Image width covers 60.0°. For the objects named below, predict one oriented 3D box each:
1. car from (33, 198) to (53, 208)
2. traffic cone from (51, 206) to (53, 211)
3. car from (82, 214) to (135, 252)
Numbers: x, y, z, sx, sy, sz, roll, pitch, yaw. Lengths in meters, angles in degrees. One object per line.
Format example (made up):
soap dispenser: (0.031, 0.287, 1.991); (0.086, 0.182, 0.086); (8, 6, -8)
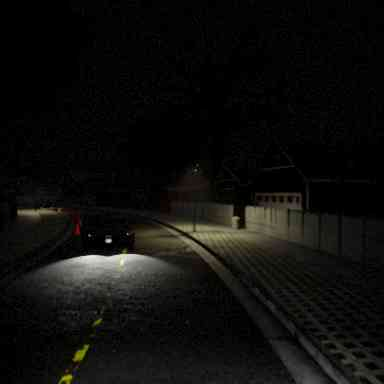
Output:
car: (-24.254, 1.793, 53.975); (1.837, 1.490, 4.892); (1, -1, -45)
traffic cone: (-18.914, 2.199, 44.740); (0.340, 0.580, 0.340); (0, 0, -36)
car: (-3.537, 1.647, 14.369); (1.994, 1.385, 4.181); (0, 0, -13)
